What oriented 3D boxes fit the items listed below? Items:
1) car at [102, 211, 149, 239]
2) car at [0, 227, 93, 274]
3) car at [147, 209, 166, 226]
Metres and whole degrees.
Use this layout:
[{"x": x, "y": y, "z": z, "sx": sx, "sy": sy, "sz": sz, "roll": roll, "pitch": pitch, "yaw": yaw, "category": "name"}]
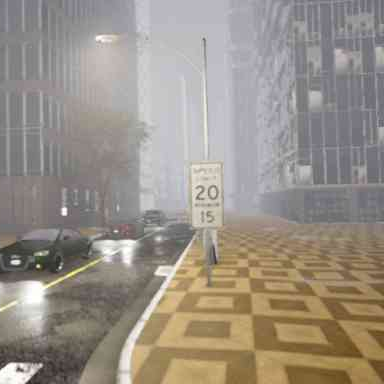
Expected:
[{"x": -4.445, "y": 2.240, "z": 22.025, "sx": 1.994, "sy": 1.385, "sz": 4.181, "roll": -2, "pitch": -2, "yaw": 4, "category": "car"}, {"x": -5.193, "y": 1.987, "z": 12.044, "sx": 1.994, "sy": 1.385, "sz": 4.181, "roll": -2, "pitch": -2, "yaw": 4, "category": "car"}, {"x": -3.669, "y": 2.445, "z": 32.151, "sx": 1.837, "sy": 1.490, "sz": 4.892, "roll": -2, "pitch": -2, "yaw": 5, "category": "car"}]
